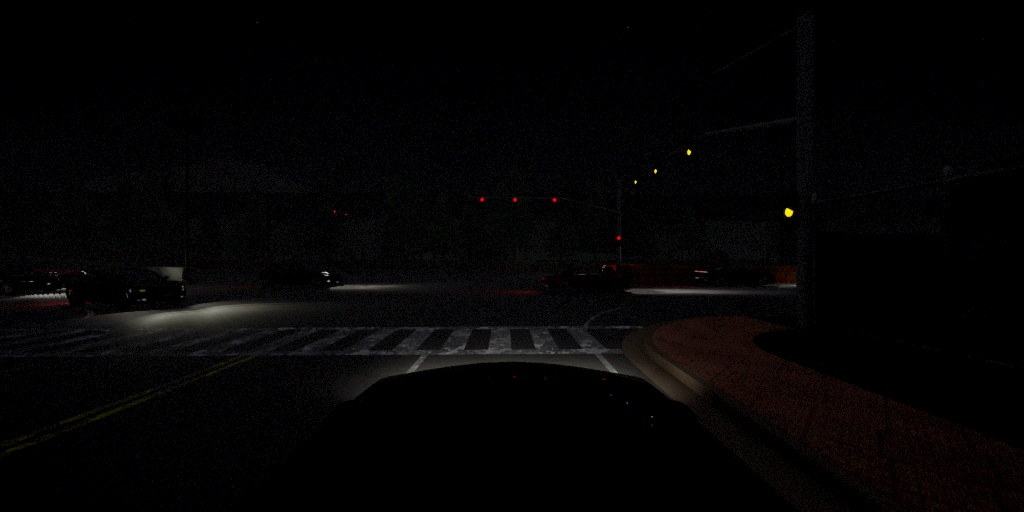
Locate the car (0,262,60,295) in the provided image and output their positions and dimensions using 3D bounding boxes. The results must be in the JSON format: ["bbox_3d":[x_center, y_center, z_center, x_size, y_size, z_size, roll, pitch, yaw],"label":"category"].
[{"bbox_3d":[-27.347,1.246,19.210,4.892,1.490,1.837,0,0,-2],"label":"car"}]

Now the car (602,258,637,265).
[{"bbox_3d":[11.415,1.102,38.128,4.553,1.767,2.097,0,0,-2],"label":"car"}]

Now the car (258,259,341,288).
[{"bbox_3d":[-13.560,1.101,23.140,4.553,1.767,2.097,0,0,-2],"label":"car"}]

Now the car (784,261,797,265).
[{"bbox_3d":[22.960,1.351,31.485,4.718,1.301,1.895,0,0,-2],"label":"car"}]

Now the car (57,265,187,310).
[{"bbox_3d":[-15.505,1.227,14.474,5.008,1.535,1.882,0,-1,19],"label":"car"}]

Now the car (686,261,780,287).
[{"bbox_3d":[14.769,1.242,24.026,4.902,1.511,2.128,0,0,-2],"label":"car"}]

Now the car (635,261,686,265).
[{"bbox_3d":[13.705,1.255,31.196,4.892,1.490,1.837,0,0,-2],"label":"car"}]

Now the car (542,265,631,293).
[{"bbox_3d":[4.148,1.351,20.193,4.718,1.301,1.895,0,0,-2],"label":"car"}]
